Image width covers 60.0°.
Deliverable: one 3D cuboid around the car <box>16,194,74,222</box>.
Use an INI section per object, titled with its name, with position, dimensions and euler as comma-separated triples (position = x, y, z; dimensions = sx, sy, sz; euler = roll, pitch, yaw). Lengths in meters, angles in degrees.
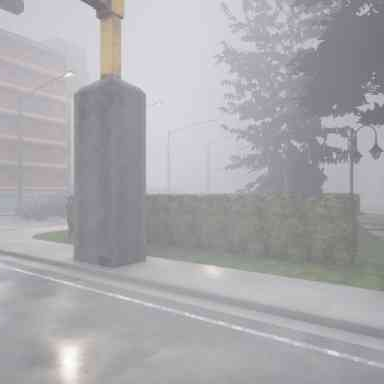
[car]
position = -11.201, 1.221, 27.122
dimensions = 2.150, 2.045, 5.566
euler = 0, 0, 36
